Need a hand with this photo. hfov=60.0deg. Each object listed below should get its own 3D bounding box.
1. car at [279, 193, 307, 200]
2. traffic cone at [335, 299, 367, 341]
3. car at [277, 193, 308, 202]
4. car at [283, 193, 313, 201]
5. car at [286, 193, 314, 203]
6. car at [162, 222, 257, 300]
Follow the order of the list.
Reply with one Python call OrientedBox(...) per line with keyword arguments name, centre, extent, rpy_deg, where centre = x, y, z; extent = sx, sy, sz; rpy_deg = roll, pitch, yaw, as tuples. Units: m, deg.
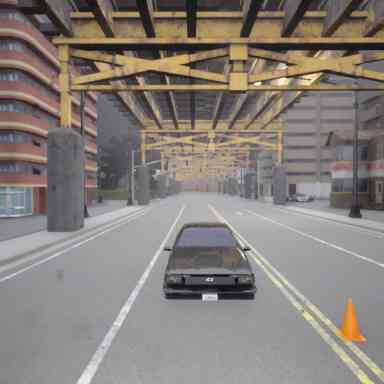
OrientedBox(name="car", centre=(17.873, 0.796, 59.001), extent=(4.536, 1.218, 1.853), rpy_deg=(0, 1, 25))
OrientedBox(name="traffic cone", centre=(2.455, 1.949, 5.150), extent=(0.340, 0.580, 0.340), rpy_deg=(0, 0, 0))
OrientedBox(name="car", centre=(17.825, 0.954, 59.025), extent=(4.974, 1.542, 2.038), rpy_deg=(0, 1, 25))
OrientedBox(name="car", centre=(17.525, 0.844, 54.884), extent=(4.536, 1.218, 1.853), rpy_deg=(0, 1, -20))
OrientedBox(name="car", centre=(17.476, 1.001, 54.868), extent=(4.974, 1.542, 2.038), rpy_deg=(0, 1, -20))
OrientedBox(name="car", centre=(0.363, 1.533, 8.758), extent=(2.033, 1.411, 5.357), rpy_deg=(0, 0, 1))
